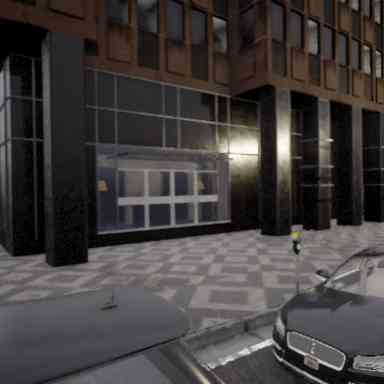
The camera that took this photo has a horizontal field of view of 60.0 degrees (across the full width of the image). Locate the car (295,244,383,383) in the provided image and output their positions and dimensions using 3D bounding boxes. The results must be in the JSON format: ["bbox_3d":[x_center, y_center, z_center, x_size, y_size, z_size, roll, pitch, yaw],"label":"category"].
[{"bbox_3d":[2.997,1.477,4.660,4.403,1.369,2.008,-1,0,-35],"label":"car"}]

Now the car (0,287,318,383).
[{"bbox_3d":[-1.569,1.443,1.412,4.097,1.590,1.967,-1,1,-35],"label":"car"}]
